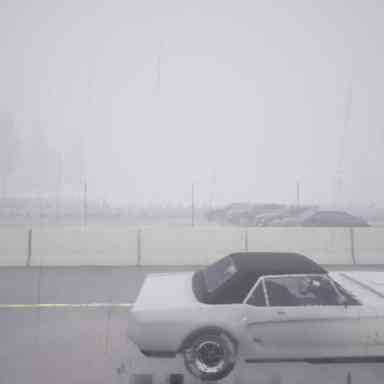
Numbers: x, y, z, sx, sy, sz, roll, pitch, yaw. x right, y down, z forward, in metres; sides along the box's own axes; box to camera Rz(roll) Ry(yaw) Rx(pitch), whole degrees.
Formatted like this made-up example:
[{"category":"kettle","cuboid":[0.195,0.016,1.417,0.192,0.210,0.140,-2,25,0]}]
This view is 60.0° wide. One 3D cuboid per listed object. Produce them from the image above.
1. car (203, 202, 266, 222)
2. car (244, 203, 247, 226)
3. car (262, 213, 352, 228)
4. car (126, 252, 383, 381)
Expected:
[{"category":"car","cuboid":[3.276,1.527,26.106,4.674,1.442,1.812,0,0,-1]},{"category":"car","cuboid":[4.738,1.511,22.642,4.892,1.490,1.837,0,0,-1]},{"category":"car","cuboid":[5.954,1.538,15.672,4.674,1.442,1.812,0,0,-1]},{"category":"car","cuboid":[1.549,1.600,4.855,4.718,1.301,1.895,0,0,-1]}]
